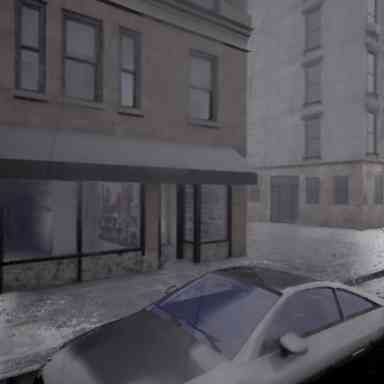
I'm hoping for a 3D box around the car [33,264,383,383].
[{"bbox_3d":[0.606,1.566,3.504,4.181,1.385,1.994,0,0,-35],"label":"car"}]
